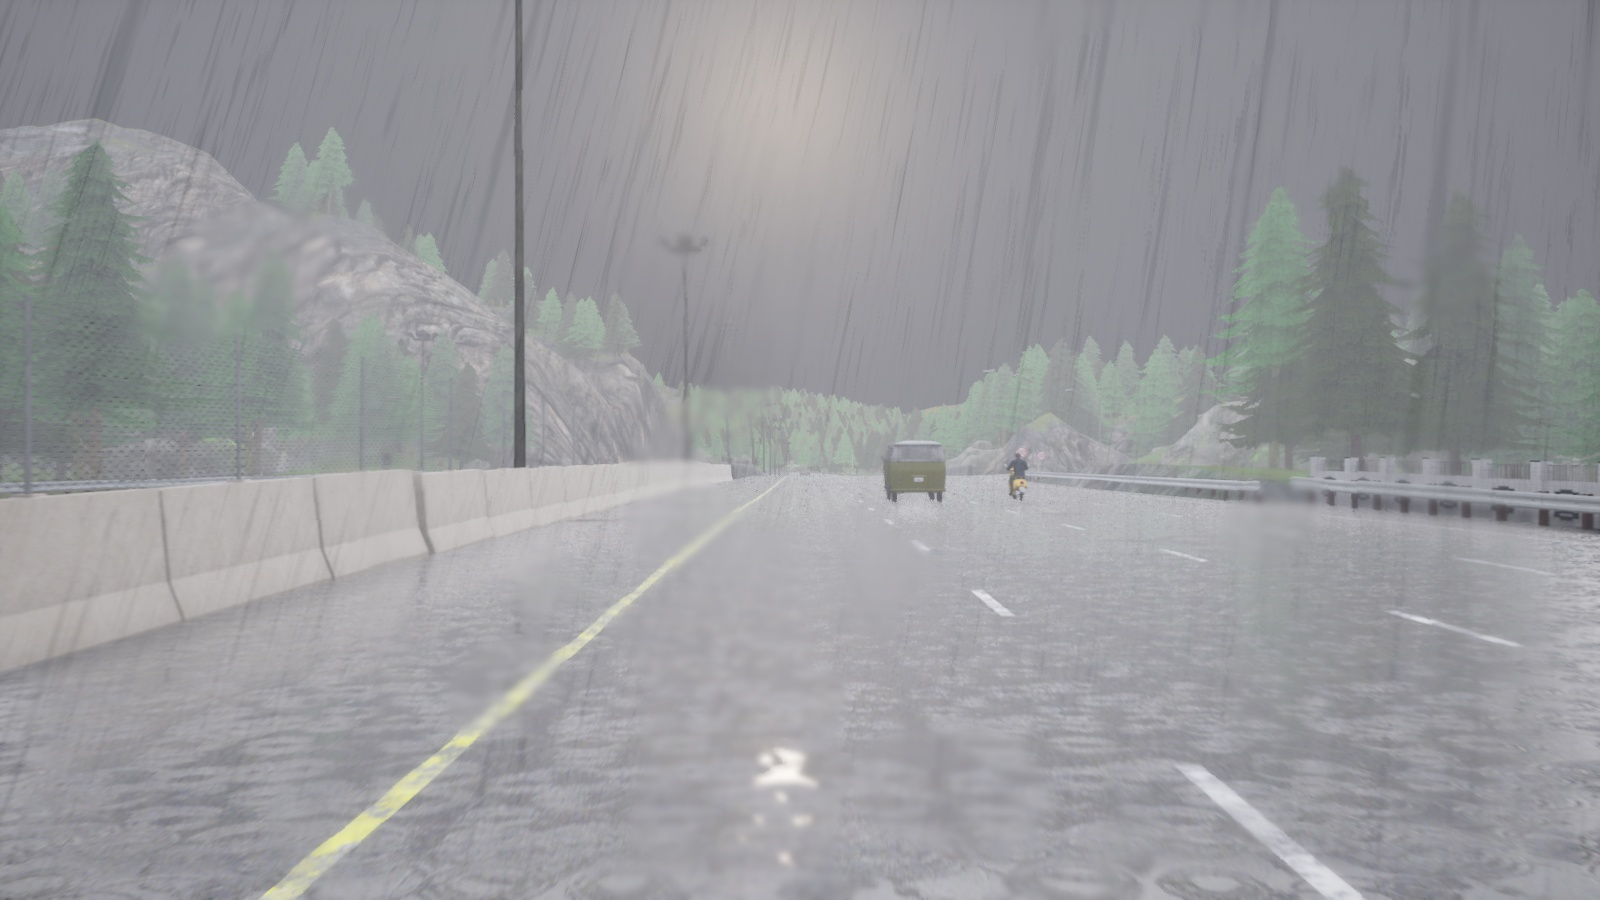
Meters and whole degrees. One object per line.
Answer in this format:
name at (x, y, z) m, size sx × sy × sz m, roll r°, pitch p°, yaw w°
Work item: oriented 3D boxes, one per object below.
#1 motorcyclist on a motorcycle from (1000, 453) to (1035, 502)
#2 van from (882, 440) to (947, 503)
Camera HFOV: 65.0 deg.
motorcyclist on a motorcycle at (7.253, 0.904, 41.911) m, size 0.866 × 1.590 × 1.817 m, roll 0°, pitch -1°, yaw 0°
van at (3.753, 0.698, 41.769) m, size 1.775 × 1.987 × 4.442 m, roll 0°, pitch -1°, yaw 0°
